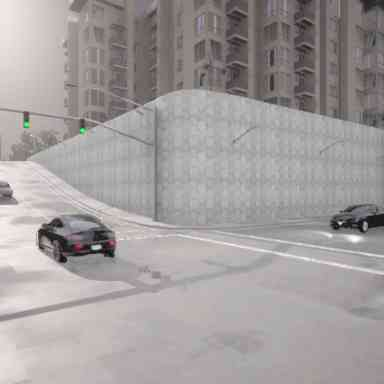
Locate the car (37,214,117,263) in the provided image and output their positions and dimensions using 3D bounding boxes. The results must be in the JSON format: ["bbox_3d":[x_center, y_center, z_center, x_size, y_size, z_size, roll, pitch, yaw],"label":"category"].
[{"bbox_3d":[-4.268,1.527,12.047,1.812,1.442,4.674,0,0,-36],"label":"car"}]

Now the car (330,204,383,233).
[{"bbox_3d":[10.205,1.499,19.885,4.892,1.490,1.837,0,0,-36],"label":"car"}]

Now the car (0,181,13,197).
[{"bbox_3d":[-18.518,-0.386,31.858,1.895,1.301,4.718,0,10,-36],"label":"car"}]
